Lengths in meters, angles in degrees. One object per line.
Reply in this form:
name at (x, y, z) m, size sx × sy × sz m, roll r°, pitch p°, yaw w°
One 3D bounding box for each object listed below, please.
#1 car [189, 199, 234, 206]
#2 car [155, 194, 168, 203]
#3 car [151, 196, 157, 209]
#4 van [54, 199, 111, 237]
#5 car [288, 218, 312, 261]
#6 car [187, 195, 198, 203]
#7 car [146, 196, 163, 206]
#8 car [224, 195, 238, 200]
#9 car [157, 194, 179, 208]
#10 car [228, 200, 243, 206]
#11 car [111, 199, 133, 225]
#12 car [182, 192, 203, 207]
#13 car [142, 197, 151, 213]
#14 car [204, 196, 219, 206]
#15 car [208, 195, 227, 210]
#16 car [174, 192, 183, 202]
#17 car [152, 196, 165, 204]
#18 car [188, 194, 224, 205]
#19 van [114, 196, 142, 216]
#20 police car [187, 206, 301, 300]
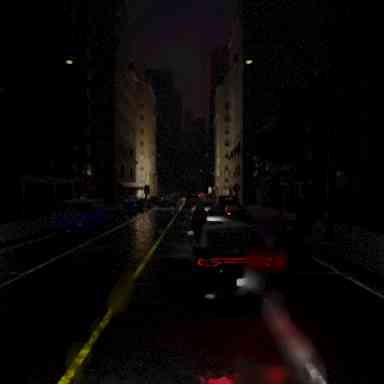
car at (0.925, 1.381, 18.362) m, size 1.882 × 1.535 × 5.008 m, roll 0°, pitch 0°, yaw 0°
car at (-5.583, 1.131, 61.208) m, size 1.967 × 1.590 × 4.097 m, roll 0°, pitch 0°, yaw 0°
car at (-5.614, 1.379, 39.204) m, size 1.802 × 1.307 × 4.206 m, roll 0°, pitch 0°, yaw 0°
van at (-5.646, 1.250, 17.198) m, size 1.690 × 1.788 × 3.998 m, roll 0°, pitch 0°, yaw 0°
car at (2.872, 1.520, 11.685) m, size 1.802 × 1.307 × 4.206 m, roll 0°, pitch 0°, yaw 0°
car at (0.084, 1.264, 59.232) m, size 1.994 × 1.385 × 4.181 m, roll 0°, pitch 0°, yaw 0°
car at (-5.598, 1.309, 50.206) m, size 1.947 × 1.339 × 4.313 m, roll 0°, pitch 0°, yaw 0°
car at (2.895, 1.167, 28.187) m, size 2.192 × 1.841 × 5.009 m, roll 0°, pitch 0°, yaw 0°
car at (-3.032, 1.343, 42.804) m, size 1.994 × 1.385 × 4.181 m, roll 0°, pitch 0°, yaw 0°
car at (2.888, 1.462, 22.687) m, size 1.802 × 1.307 × 4.206 m, roll 0°, pitch 0°, yaw 0°
car at (-5.638, 1.431, 22.699) m, size 2.008 × 1.369 × 4.403 m, roll 0°, pitch 0°, yaw 0°
car at (0.087, 1.115, 46.080) m, size 2.097 × 1.767 × 4.553 m, roll 0°, pitch 0°, yaw 1°
car at (-5.622, 1.391, 33.702) m, size 1.947 × 1.339 × 4.313 m, roll 0°, pitch 0°, yaw 0°
car at (2.927, 1.294, 50.194) m, size 2.008 × 1.369 × 4.403 m, roll 0°, pitch 0°, yaw 0°
car at (2.911, 1.237, 39.190) m, size 1.967 × 1.590 × 4.097 m, roll 0°, pitch 0°, yaw 0°
car at (-2.907, 1.181, 64.568) m, size 1.837 × 1.490 × 4.892 m, roll 0°, pitch 0°, yaw 0°
car at (-5.591, 1.299, 55.707) m, size 1.802 × 1.307 × 4.206 m, roll 0°, pitch 0°, yaw 0°
car at (0.934, 1.223, 24.332) m, size 2.097 × 1.767 × 4.553 m, roll 0°, pitch 0°, yaw 0°
van at (-5.630, 1.194, 28.200) m, size 1.690 × 1.788 × 3.998 m, roll 0°, pitch 0°, yaw 0°
police car at (0.910, 1.380, 8.472) m, size 1.930 × 1.638 × 5.238 m, roll 0°, pitch 0°, yaw 0°
